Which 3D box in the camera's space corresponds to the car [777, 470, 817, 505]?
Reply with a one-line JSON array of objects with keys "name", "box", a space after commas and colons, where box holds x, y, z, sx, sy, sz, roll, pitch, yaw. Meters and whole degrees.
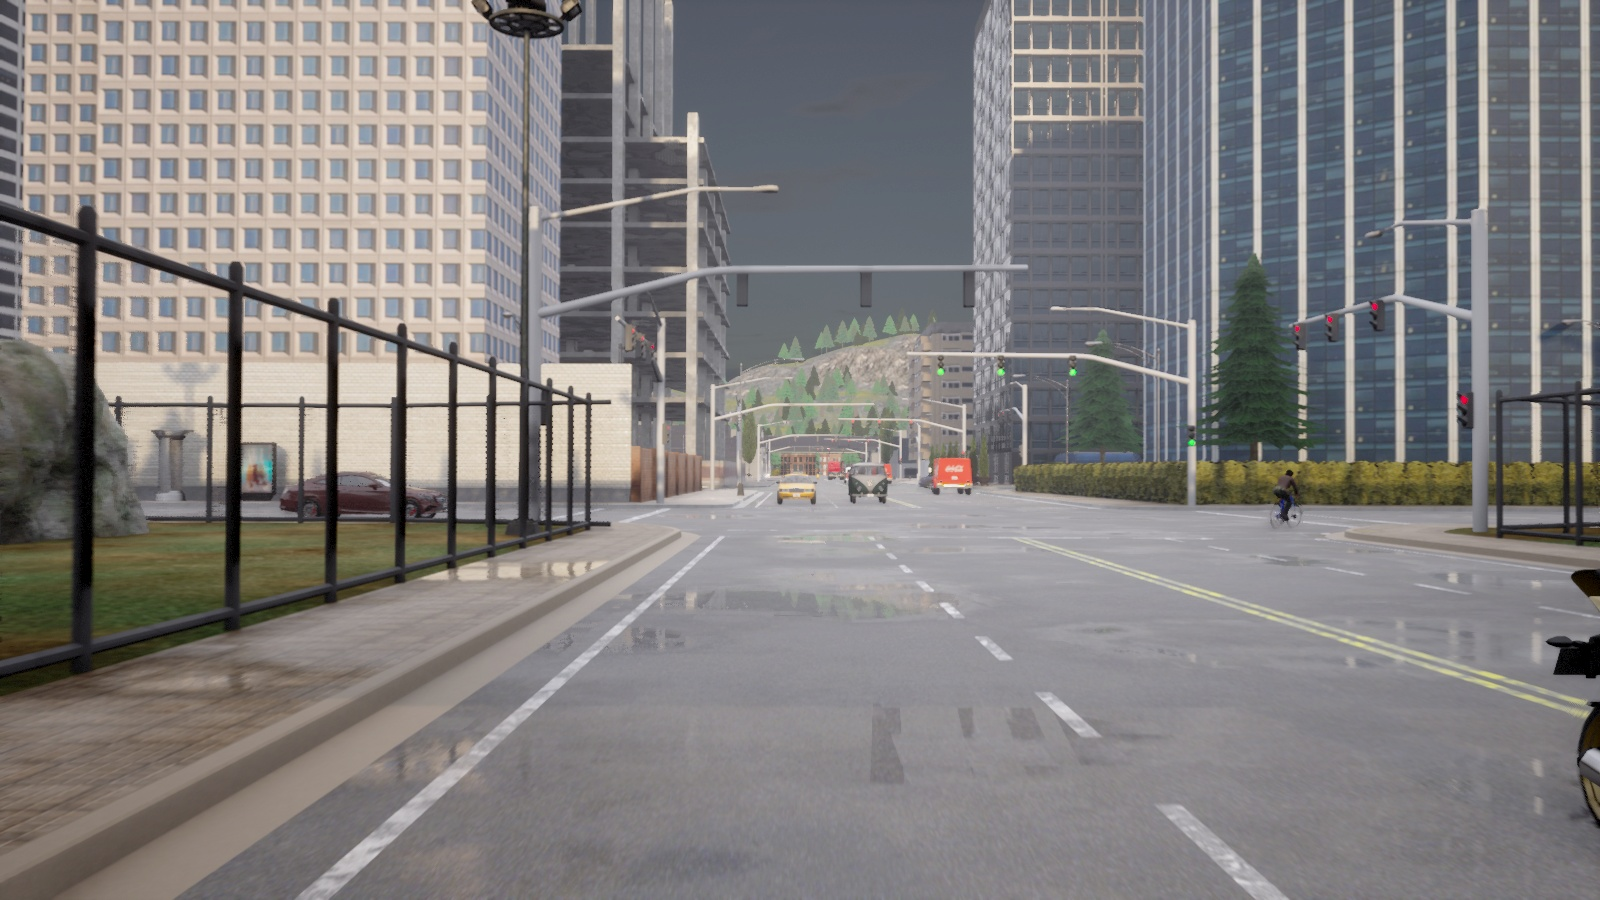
[{"name": "car", "box": [-0.147, 1.769, 60.600, 1.801, 1.575, 5.366, 0, -1, 0]}]

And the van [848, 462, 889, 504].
[{"name": "van", "box": [3.348, 1.594, 62.097, 1.775, 1.987, 4.442, 0, -1, 0]}]

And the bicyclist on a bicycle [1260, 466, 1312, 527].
[{"name": "bicyclist on a bicycle", "box": [13.420, 1.267, 34.664, 1.656, 1.620, 0.582, 1, 0, -41]}]

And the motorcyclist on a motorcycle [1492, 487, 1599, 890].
[{"name": "motorcyclist on a motorcycle", "box": [3.489, 0.910, 4.428, 0.866, 1.530, 2.191, 0, -1, 0]}]

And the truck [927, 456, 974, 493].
[{"name": "truck", "box": [10.289, 1.722, 86.224, 2.627, 2.467, 5.204, 0, -2, 0]}]

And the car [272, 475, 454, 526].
[{"name": "car", "box": [-12.688, 1.450, 36.678, 4.674, 1.442, 1.812, 0, -1, 0]}]
